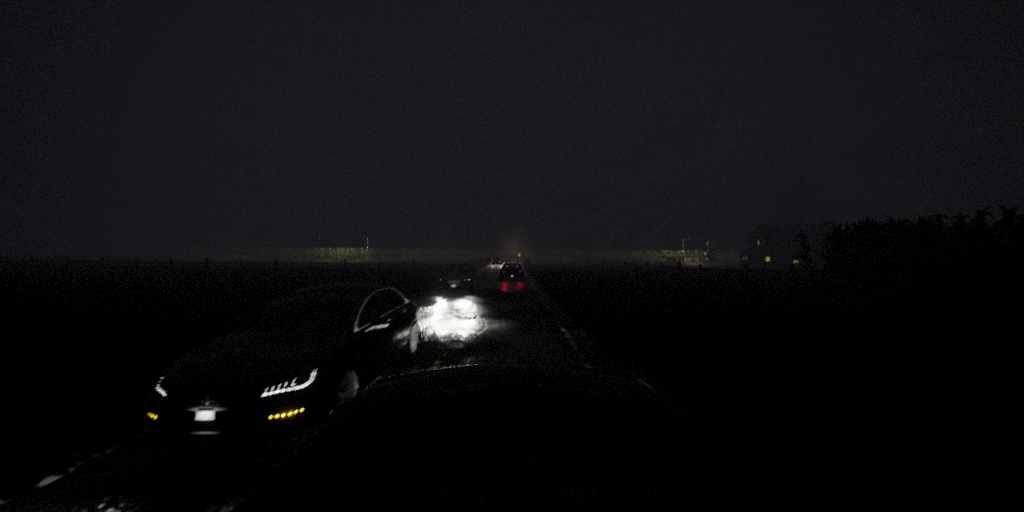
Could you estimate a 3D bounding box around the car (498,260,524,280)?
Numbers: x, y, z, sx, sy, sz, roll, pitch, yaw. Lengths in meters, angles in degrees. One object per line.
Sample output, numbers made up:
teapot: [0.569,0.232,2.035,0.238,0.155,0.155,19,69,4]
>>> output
car: [0.014,1.250,29.819,1.895,1.301,4.718,0,0,0]

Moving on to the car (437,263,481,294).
car: [-2.836,1.179,19.928,2.128,1.511,4.902,0,0,0]

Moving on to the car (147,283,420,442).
car: [-2.849,1.244,5.755,1.837,1.490,4.892,0,0,0]
